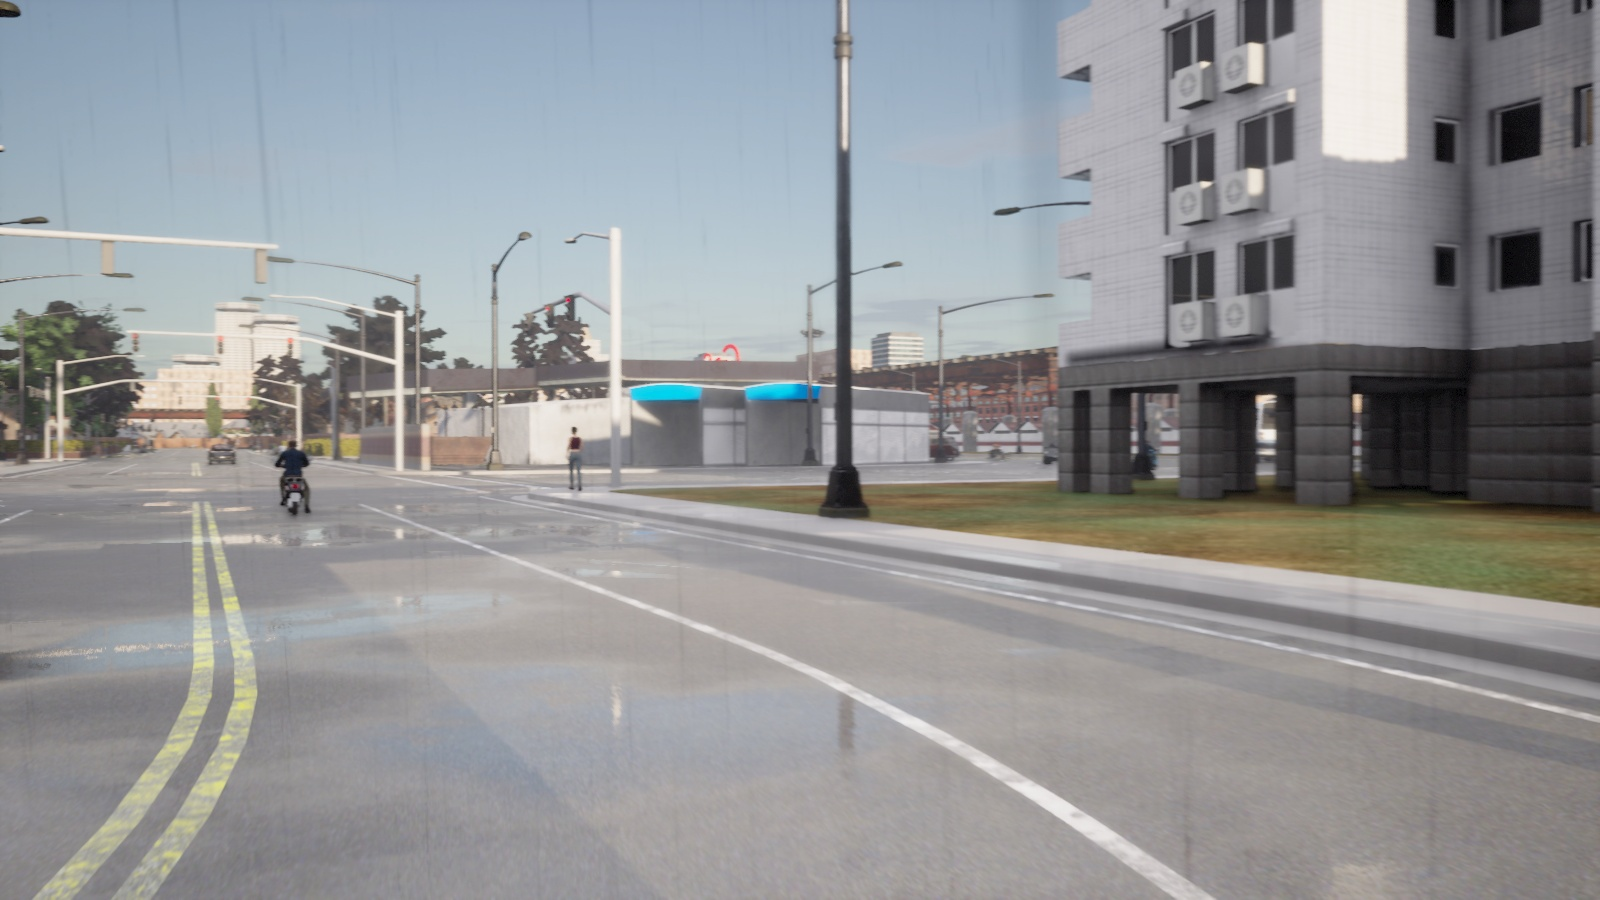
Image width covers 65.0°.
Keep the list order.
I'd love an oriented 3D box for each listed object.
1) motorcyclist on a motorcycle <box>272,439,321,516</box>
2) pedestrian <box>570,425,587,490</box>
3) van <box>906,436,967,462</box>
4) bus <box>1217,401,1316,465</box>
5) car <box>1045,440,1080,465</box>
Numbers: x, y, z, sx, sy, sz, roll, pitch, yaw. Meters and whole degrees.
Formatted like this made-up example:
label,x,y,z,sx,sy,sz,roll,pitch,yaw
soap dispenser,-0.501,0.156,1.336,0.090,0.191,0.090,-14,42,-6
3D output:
label,x,y,z,sx,sy,sz,roll,pitch,yaw
motorcyclist on a motorcycle,-10.761,0.559,26.824,0.866,1.590,1.817,0,0,-25
pedestrian,-6.293,0.206,35.621,0.345,1.836,0.594,0,0,-22
van,10.654,-0.067,98.097,4.442,1.987,1.775,0,0,28
bus,33.250,-1.173,90.017,3.944,4.253,10.273,2,0,5
car,17.348,0.159,82.798,1.851,1.617,3.988,0,0,18
